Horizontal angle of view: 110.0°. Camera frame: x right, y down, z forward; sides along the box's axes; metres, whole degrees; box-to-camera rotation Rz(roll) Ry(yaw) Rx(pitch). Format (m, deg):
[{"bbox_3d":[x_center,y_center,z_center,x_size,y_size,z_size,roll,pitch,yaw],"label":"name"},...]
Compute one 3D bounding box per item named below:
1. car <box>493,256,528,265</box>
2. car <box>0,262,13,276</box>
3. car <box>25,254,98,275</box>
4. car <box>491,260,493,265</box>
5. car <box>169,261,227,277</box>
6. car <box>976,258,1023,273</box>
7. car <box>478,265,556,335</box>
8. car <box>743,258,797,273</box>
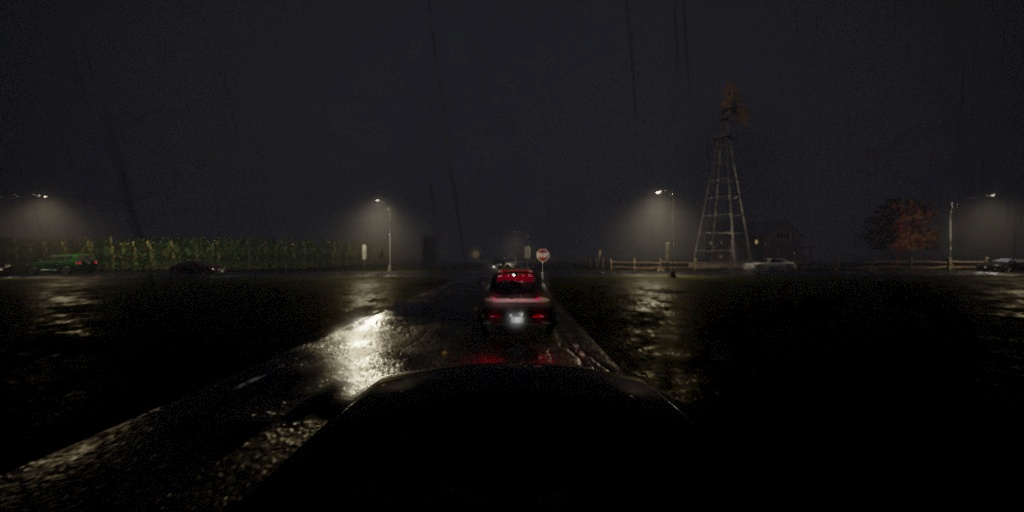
[{"bbox_3d":[0.204,0.973,20.951,2.097,1.767,4.553,0,0,1],"label":"car"},{"bbox_3d":[-51.594,0.944,34.276,5.566,2.045,2.150,0,1,0],"label":"car"},{"bbox_3d":[-46.507,0.880,37.114,5.566,2.045,2.150,-1,1,-1],"label":"car"},{"bbox_3d":[-2.533,0.870,63.633,1.994,1.385,4.181,0,0,1],"label":"car"},{"bbox_3d":[-30.032,1.180,34.281,4.674,1.442,1.812,0,1,0],"label":"car"},{"bbox_3d":[48.290,0.897,34.948,4.181,1.385,1.994,0,1,3],"label":"car"},{"bbox_3d":[0.130,1.184,10.302,2.128,1.511,4.902,0,0,0],"label":"car"},{"bbox_3d":[25.892,0.925,36.073,4.674,1.442,1.812,0,1,2],"label":"car"}]
